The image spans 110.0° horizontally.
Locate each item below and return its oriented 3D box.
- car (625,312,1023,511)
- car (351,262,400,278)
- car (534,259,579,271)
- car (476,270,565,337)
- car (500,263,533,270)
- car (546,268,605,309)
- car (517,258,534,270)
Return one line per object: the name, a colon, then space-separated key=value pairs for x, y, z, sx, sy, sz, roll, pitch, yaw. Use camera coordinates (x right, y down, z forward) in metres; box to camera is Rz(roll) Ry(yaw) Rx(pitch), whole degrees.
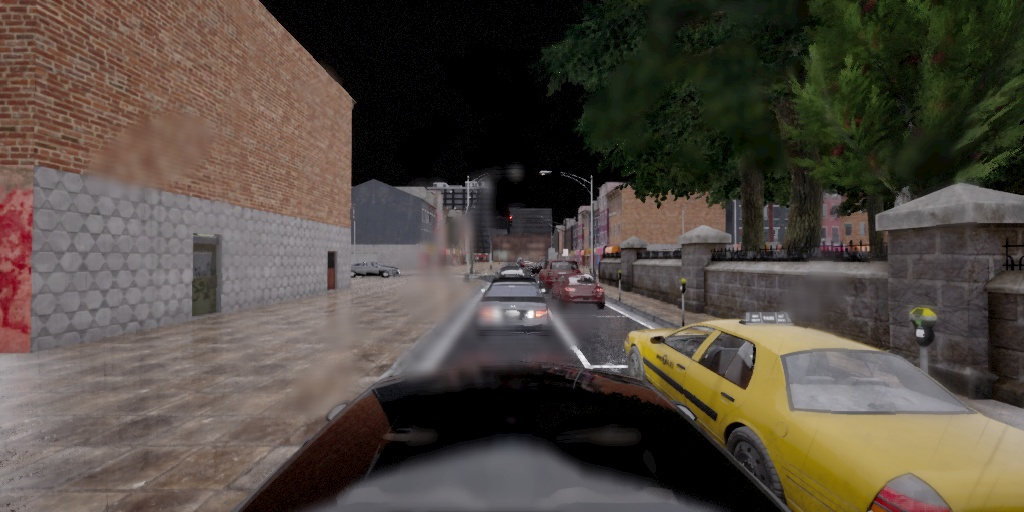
car: x=2.639 y=1.276 z=4.005 sx=1.751 sy=1.417 sz=4.829 roll=0 pitch=0 yaw=0
car: x=-12.411 y=1.234 z=31.744 sx=4.902 sy=1.511 sz=2.128 roll=0 pitch=-1 yaw=0
car: x=2.630 y=1.076 z=20.183 sx=2.192 sy=1.841 sz=5.009 roll=0 pitch=0 yaw=0
car: x=0.063 y=1.300 z=10.252 sx=2.033 sy=1.411 sz=5.357 roll=0 pitch=0 yaw=0
car: x=0.015 y=1.287 z=19.963 sx=1.812 sy=1.442 sz=4.674 roll=0 pitch=0 yaw=1
car: x=2.633 y=1.338 z=14.734 sx=1.802 sy=1.307 sz=4.207 roll=0 pitch=0 yaw=0
car: x=3.282 y=1.309 z=36.387 sx=4.902 sy=1.511 sz=2.128 roll=0 pitch=1 yaw=23
